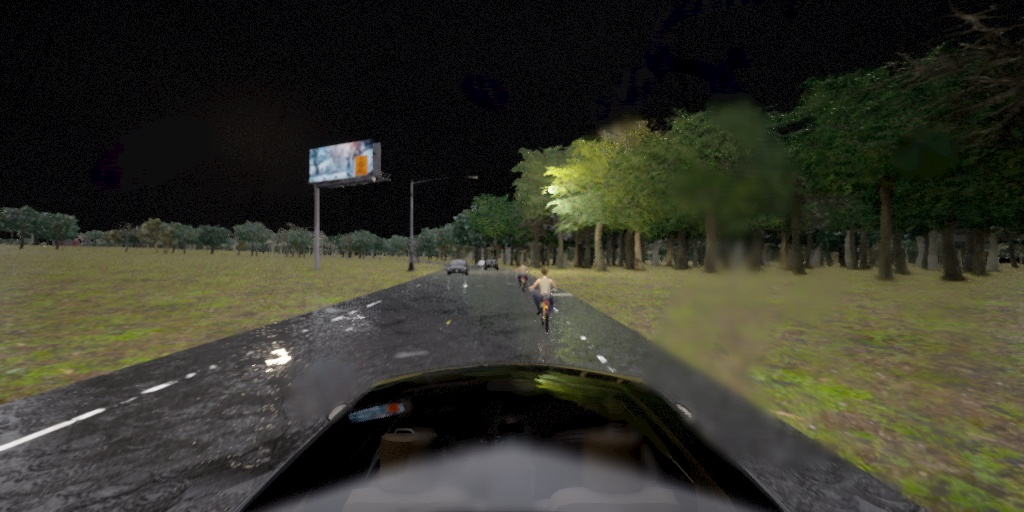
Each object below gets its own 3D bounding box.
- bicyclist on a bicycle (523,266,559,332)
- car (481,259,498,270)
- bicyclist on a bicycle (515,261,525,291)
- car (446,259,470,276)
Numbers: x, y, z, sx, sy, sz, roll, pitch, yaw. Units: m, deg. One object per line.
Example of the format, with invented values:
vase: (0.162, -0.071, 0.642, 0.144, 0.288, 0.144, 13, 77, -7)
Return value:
bicyclist on a bicycle: (0.851, 1.119, 9.538, 0.866, 1.612, 1.509, 0, 0, -1)
car: (-2.960, 1.147, 49.971, 1.837, 1.490, 4.892, 0, -1, -7)
bicyclist on a bicycle: (0.564, 1.059, 18.536, 0.866, 1.612, 1.509, 0, 0, -3)
car: (-4.969, 1.053, 33.374, 1.837, 1.490, 4.892, 0, 0, -5)
